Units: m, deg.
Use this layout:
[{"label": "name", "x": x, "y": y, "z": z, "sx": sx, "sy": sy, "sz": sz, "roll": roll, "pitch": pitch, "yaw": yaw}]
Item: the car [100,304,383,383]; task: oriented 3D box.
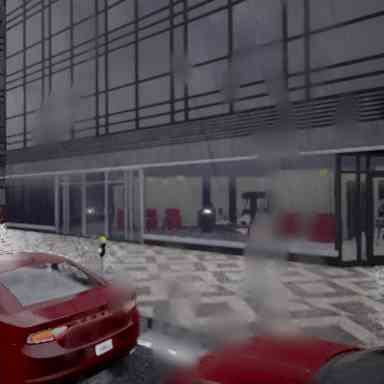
[{"label": "car", "x": 1.778, "y": 1.540, "z": 1.698, "sx": 4.507, "sy": 1.381, "sz": 1.887, "roll": -1, "pitch": -1, "yaw": 36}]

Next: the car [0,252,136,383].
[{"label": "car", "x": -2.782, "y": 1.584, "z": 4.951, "sx": 4.507, "sy": 1.381, "sz": 1.887, "roll": -1, "pitch": -1, "yaw": 36}]
